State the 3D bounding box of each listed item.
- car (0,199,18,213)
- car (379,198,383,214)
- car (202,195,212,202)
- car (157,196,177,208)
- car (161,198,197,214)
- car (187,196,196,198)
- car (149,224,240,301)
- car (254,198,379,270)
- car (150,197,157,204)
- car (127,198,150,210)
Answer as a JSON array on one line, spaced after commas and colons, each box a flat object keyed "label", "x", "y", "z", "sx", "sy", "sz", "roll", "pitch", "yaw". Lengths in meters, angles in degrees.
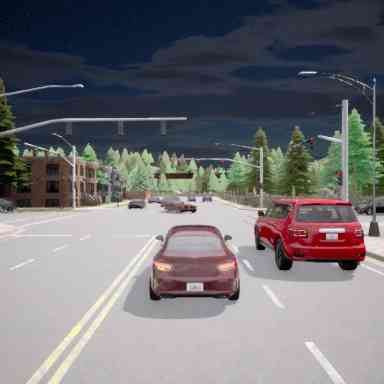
[{"label": "car", "x": -21.643, "y": 1.505, "z": 36.247, "sx": 4.892, "sy": 1.490, "sz": 1.837, "roll": 0, "pitch": 0, "yaw": 0}, {"label": "car", "x": 18.275, "y": 1.352, "z": 32.491, "sx": 4.553, "sy": 1.767, "sz": 2.097, "roll": 0, "pitch": 0, "yaw": 0}, {"label": "car", "x": 3.389, "y": 1.355, "z": 74.389, "sx": 2.097, "sy": 1.767, "sz": 4.553, "roll": 0, "pitch": 0, "yaw": 0}, {"label": "car", "x": -3.674, "y": 1.505, "z": 49.198, "sx": 1.837, "sy": 1.490, "sz": 4.892, "roll": 0, "pitch": 0, "yaw": 0}, {"label": "car", "x": -1.273, "y": 1.601, "z": 35.062, "sx": 1.895, "sy": 1.301, "sz": 4.718, "roll": 0, "pitch": 0, "yaw": -27}, {"label": "car", "x": -0.119, "y": 1.553, "z": 74.618, "sx": 1.994, "sy": 1.385, "sz": 4.181, "roll": 0, "pitch": 0, "yaw": 0}, {"label": "car", "x": 0.050, "y": 1.526, "z": 8.227, "sx": 1.812, "sy": 1.442, "sz": 4.674, "roll": 0, "pitch": 0, "yaw": 0}, {"label": "car", "x": 3.558, "y": 1.221, "z": 11.107, "sx": 2.150, "sy": 2.045, "sz": 5.566, "roll": 0, "pitch": 0, "yaw": 0}, {"label": "car", "x": -7.160, "y": 1.564, "z": 62.859, "sx": 1.994, "sy": 1.385, "sz": 4.181, "roll": 0, "pitch": 0, "yaw": 0}, {"label": "car", "x": -7.172, "y": 1.547, "z": 43.767, "sx": 2.033, "sy": 1.411, "sz": 5.357, "roll": 0, "pitch": 0, "yaw": 0}]
